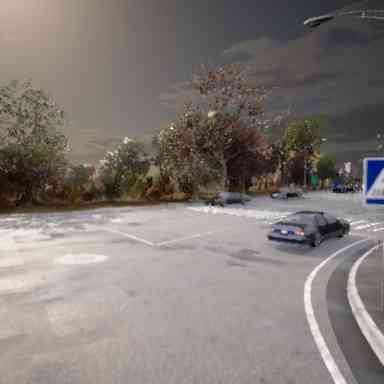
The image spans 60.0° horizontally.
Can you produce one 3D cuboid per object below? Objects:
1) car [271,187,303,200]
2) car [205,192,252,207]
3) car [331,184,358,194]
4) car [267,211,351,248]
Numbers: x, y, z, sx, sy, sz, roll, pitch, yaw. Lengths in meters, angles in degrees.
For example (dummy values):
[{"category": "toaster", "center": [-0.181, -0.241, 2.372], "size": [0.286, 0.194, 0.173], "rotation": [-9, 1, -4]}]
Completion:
[{"category": "car", "center": [11.629, 0.158, 40.743], "size": [4.902, 1.511, 2.128], "rotation": [-4, 4, -39]}, {"category": "car", "center": [3.848, 0.692, 34.481], "size": [5.357, 1.411, 2.033], "rotation": [-3, 4, -39]}, {"category": "car", "center": [22.767, -0.456, 49.667], "size": [4.718, 1.301, 1.895], "rotation": [-4, 4, -38]}, {"category": "car", "center": [5.624, 1.598, 15.639], "size": [2.033, 1.411, 5.357], "rotation": [2, 4, 45]}]
